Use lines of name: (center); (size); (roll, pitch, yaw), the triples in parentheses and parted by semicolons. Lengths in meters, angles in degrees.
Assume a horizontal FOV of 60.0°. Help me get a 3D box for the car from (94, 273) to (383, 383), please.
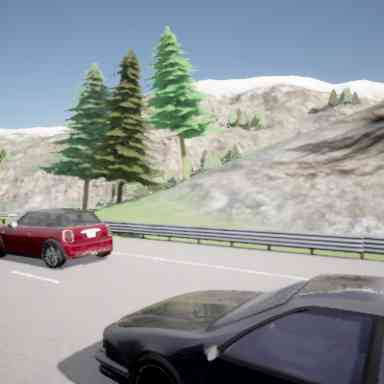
car: (1.519, 1.520, 2.898); (5.357, 1.411, 2.033); (0, 0, 35)

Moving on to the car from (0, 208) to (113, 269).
car: (-4.889, 1.341, 11.349); (4.553, 1.767, 2.097); (0, 0, 32)
